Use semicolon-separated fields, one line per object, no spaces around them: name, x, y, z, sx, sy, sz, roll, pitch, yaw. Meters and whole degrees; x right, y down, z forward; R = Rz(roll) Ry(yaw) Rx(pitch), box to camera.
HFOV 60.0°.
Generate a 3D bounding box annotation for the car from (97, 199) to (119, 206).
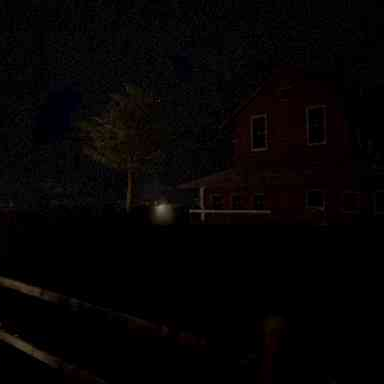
car;-18.067;2.271;70.351;2.033;1.411;5.357;-2;-2;36
